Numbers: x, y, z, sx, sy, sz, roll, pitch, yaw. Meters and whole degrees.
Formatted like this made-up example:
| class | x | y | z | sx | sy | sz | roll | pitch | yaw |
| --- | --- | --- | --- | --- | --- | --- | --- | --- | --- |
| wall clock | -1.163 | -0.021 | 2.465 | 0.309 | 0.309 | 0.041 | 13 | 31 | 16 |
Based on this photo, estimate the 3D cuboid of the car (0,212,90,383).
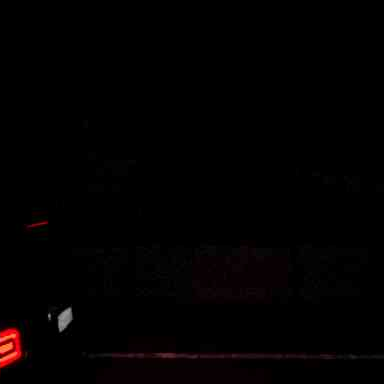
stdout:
| class | x | y | z | sx | sy | sz | roll | pitch | yaw |
| --- | --- | --- | --- | --- | --- | --- | --- | --- | --- |
| car | -3.793 | 1.218 | 2.950 | 5.566 | 2.045 | 2.150 | 0 | 0 | 0 |
